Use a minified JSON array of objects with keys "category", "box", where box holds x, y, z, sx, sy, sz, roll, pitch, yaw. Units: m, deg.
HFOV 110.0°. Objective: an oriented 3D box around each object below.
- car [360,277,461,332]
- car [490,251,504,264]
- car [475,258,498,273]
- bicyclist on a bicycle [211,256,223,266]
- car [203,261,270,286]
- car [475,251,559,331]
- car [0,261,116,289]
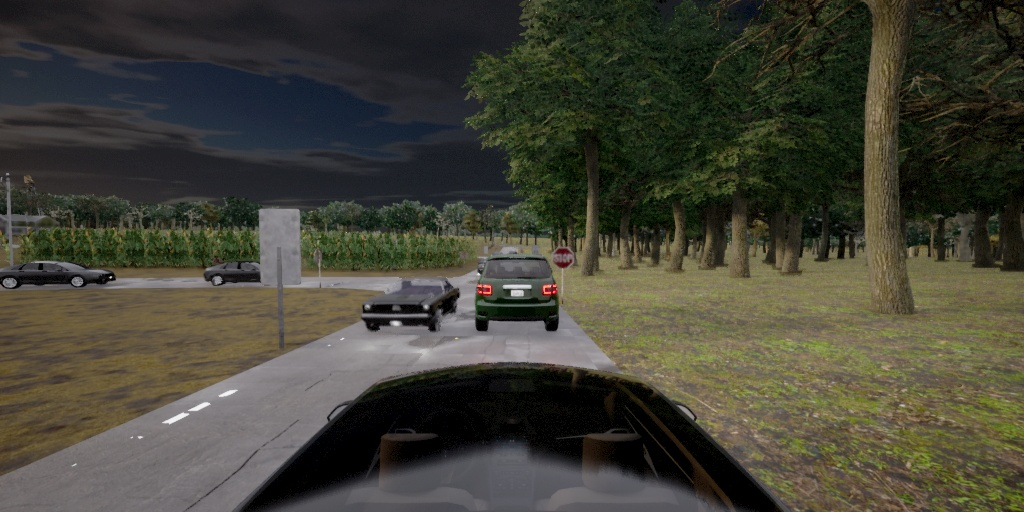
[{"category":"car","box":[-2.826,1.340,10.966,1.895,1.301,4.718,0,0,0]},{"category":"car","box":[-2.647,0.192,64.976,2.150,2.045,5.566,0,2,0]},{"category":"car","box":[-2.747,1.013,39.979,2.128,1.511,4.902,0,1,0]},{"category":"bicyclist on a bicycle","box":[-23.380,0.821,28.447,0.582,1.620,1.656,0,1,-11]},{"category":"car","box":[-16.868,1.089,23.112,4.892,1.490,1.837,0,2,-6]},{"category":"car","box":[0.125,0.960,11.066,2.150,2.045,5.566,0,0,0]},{"category":"car","box":[-26.875,1.071,21.217,4.892,1.490,1.837,0,2,-17]}]
